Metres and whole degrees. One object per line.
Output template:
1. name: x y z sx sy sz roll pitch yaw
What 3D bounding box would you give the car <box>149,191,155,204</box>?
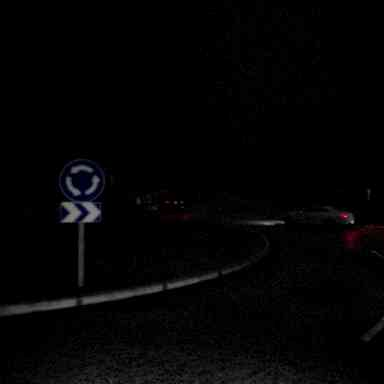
1. car: -5.166 1.015 49.877 1.837 1.490 4.892 1 1 -7

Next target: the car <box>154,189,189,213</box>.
1. car: -2.295 1.068 35.552 2.150 2.045 5.566 1 1 -15

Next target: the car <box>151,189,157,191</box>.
1. car: -6.125 0.681 62.432 1.882 1.535 5.008 1 1 0

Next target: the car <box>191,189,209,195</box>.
1. car: 2.172 0.063 90.522 4.792 1.488 2.163 1 2 4

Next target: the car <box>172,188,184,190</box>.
1. car: -3.261 0.473 73.103 1.837 1.490 4.892 1 2 1

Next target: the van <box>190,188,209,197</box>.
1. van: 1.744 0.134 79.610 4.442 1.987 1.878 1 2 2

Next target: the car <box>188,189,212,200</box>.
1. car: 1.552 0.793 63.313 4.892 1.521 2.231 1 1 0

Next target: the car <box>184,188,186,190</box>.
1. car: 1.559 0.331 71.561 5.566 2.045 2.435 1 2 0

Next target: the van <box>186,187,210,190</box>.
1. van: 1.428 0.425 68.817 4.442 1.987 1.878 1 1 0

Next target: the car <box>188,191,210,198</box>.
1. car: 1.500 0.537 74.295 4.792 1.488 2.163 1 2 1

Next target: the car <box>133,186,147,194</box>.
1. car: -14.527 -0.199 89.976 2.097 1.535 5.008 1 2 4

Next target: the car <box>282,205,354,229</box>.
1. car: 8.381 1.612 22.461 4.674 1.442 1.812 1 0 43

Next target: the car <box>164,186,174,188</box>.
1. car: -6.074 -0.002 82.731 1.837 1.490 4.892 1 2 3
